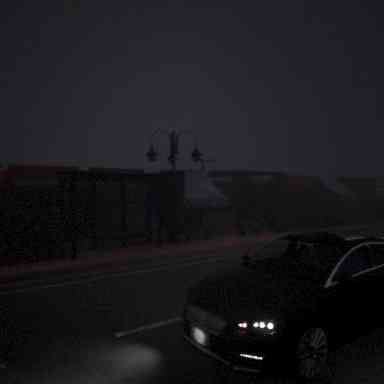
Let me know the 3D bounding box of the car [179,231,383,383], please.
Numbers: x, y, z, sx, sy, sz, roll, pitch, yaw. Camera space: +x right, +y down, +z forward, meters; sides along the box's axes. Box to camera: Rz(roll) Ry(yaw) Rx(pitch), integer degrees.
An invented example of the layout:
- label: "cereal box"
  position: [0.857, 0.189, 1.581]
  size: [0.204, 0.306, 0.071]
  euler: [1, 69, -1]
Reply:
- label: "car"
  position: [2.091, 1.465, 5.468]
  size: [4.902, 1.511, 2.128]
  euler: [-1, 0, -35]
